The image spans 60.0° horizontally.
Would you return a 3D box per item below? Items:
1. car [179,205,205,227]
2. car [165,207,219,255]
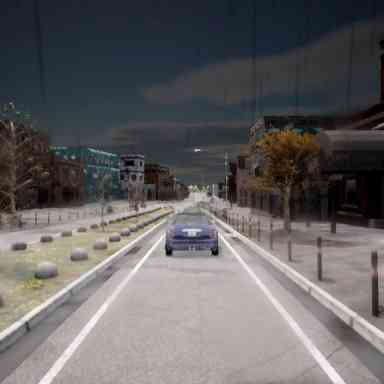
[{"bbox_3d":[0.000,2.073,29.651,2.097,1.767,4.553,0,-2,0],"label":"car"},{"bbox_3d":[0.000,1.645,14.646,2.097,1.767,4.553,0,-2,0],"label":"car"}]
